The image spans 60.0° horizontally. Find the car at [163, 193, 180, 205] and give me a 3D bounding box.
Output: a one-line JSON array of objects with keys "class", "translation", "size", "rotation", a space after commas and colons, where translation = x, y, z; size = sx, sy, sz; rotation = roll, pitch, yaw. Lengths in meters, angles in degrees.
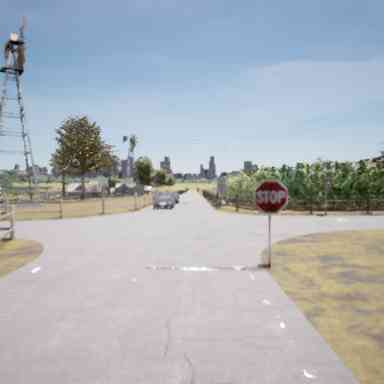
[{"class": "car", "translation": [-2.515, 0.808, 41.575], "size": [1.895, 1.301, 4.718], "rotation": [0, 1, 0]}]

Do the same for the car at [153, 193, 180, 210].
[{"class": "car", "translation": [-2.572, 0.865, 31.698], "size": [2.128, 1.511, 4.902], "rotation": [0, 2, 0]}]
